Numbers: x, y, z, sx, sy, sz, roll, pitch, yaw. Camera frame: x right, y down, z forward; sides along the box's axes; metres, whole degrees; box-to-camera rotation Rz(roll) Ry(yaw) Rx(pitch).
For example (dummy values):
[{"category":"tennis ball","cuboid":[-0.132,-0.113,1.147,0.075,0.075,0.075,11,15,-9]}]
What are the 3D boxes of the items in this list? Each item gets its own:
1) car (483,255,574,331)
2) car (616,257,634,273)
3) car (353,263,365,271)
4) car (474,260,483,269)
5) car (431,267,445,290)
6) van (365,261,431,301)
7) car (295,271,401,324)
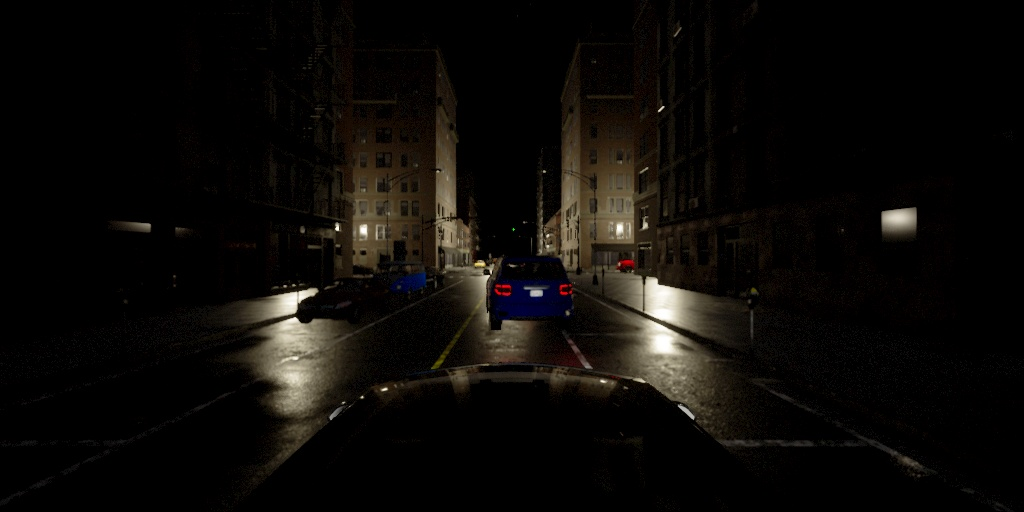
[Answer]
[{"category":"car","cuboid":[0.324,0.998,11.314,2.150,2.045,5.566,0,0,-6]},{"category":"car","cuboid":[15.332,0.991,42.905,5.566,2.045,2.150,0,0,0]},{"category":"car","cuboid":[-17.592,1.509,39.902,4.181,1.385,1.994,0,0,0]},{"category":"car","cuboid":[-5.389,1.437,60.646,1.751,1.417,4.829,0,0,0]},{"category":"car","cuboid":[-5.391,1.358,22.853,2.007,1.370,4.403,0,0,0]},{"category":"van","cuboid":[-5.393,1.134,17.447,1.690,1.789,3.998,0,0,0]},{"category":"car","cuboid":[-5.394,1.360,12.040,1.802,1.307,4.207,0,0,0]}]
